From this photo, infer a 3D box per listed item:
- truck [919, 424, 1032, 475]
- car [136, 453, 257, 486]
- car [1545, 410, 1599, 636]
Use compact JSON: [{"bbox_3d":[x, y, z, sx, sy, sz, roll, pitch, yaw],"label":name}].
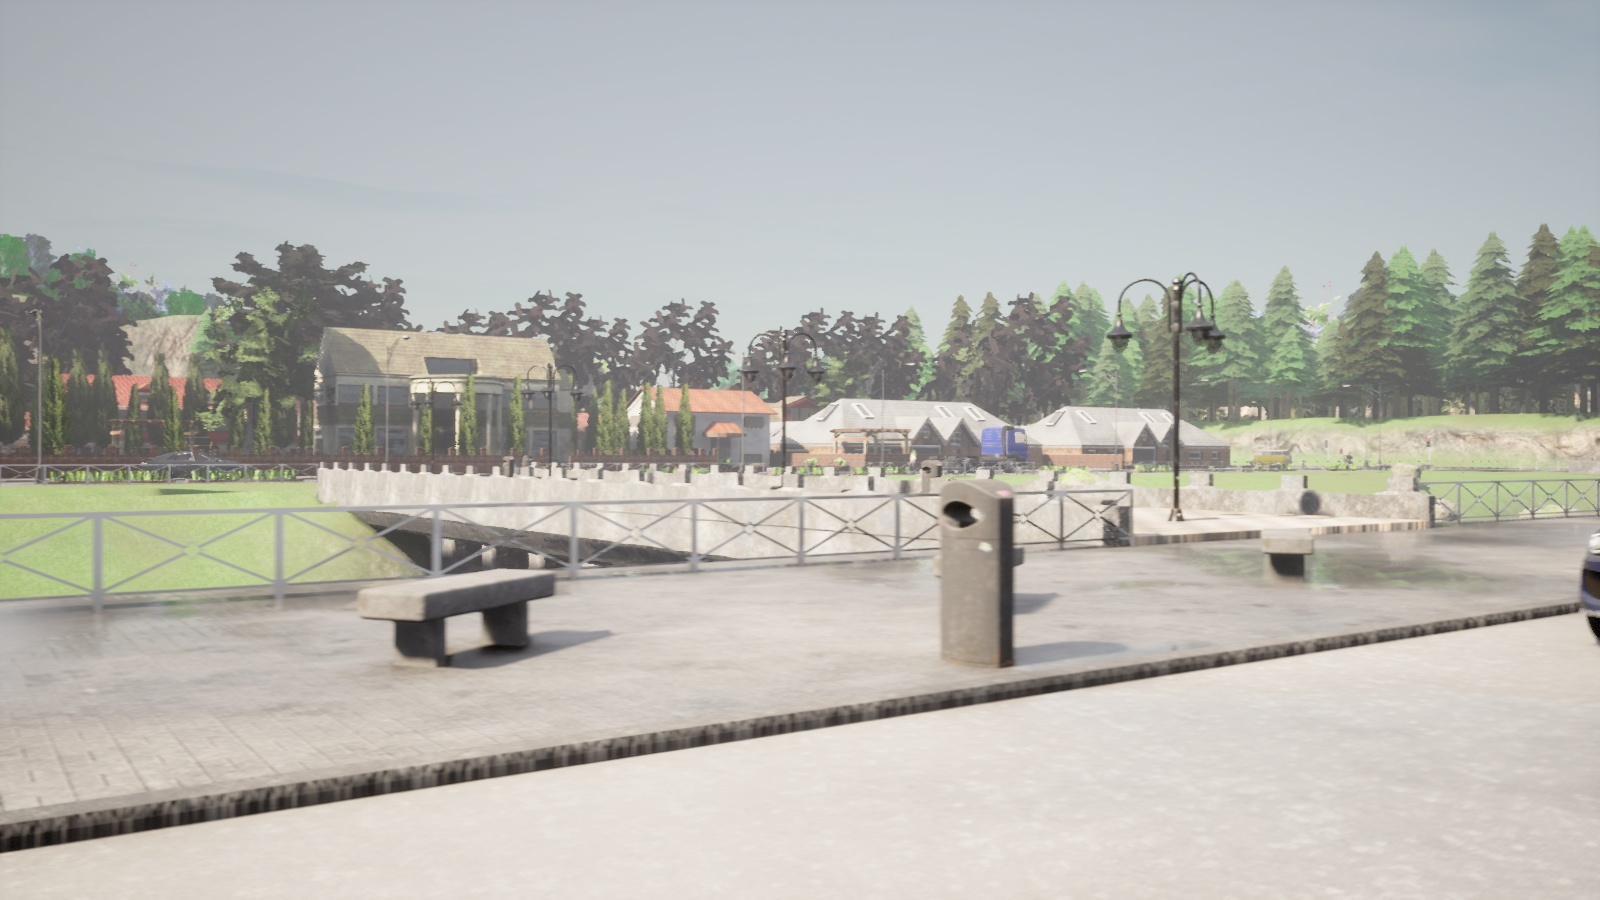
[{"bbox_3d":[12.337,-0.047,88.002,7.936,3.462,2.891,0,0,-35],"label":"truck"},{"bbox_3d":[-28.590,0.907,59.524,4.902,1.511,2.128,0,0,-35],"label":"car"},{"bbox_3d":[8.320,0.531,10.061,5.027,1.651,2.152,0,0,-35],"label":"car"}]
